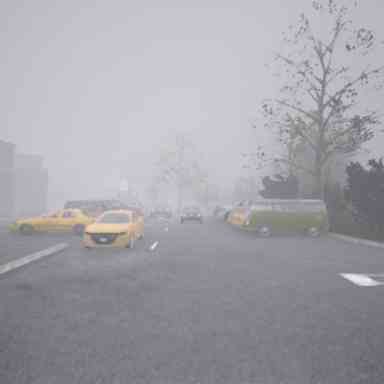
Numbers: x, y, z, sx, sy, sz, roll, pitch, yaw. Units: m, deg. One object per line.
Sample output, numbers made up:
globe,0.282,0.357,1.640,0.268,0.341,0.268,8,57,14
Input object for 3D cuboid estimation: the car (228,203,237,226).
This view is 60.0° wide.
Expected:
car,5.254,1.665,21.026,5.366,1.575,1.946,0,-1,0

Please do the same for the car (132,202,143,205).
car,-7.188,1.648,31.017,5.566,2.045,2.435,0,-1,0

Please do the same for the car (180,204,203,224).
car,-0.030,1.896,28.315,2.033,1.411,5.357,0,-1,0

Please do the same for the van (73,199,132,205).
van,-7.087,1.523,24.826,4.442,1.987,1.878,0,-1,0

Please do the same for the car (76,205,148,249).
car,-3.365,1.573,15.117,1.882,1.535,5.008,0,-1,0

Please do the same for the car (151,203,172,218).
car,-3.325,1.950,36.780,2.097,1.767,4.553,0,-2,0

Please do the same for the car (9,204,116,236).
car,-7.382,1.631,18.867,5.366,1.575,1.946,0,-1,0

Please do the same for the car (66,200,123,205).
car,-7.169,1.559,21.787,4.553,1.767,2.185,0,-1,0

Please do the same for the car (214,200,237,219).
car,5.032,1.602,29.409,5.566,2.045,2.435,0,-2,0

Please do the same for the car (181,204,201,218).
car,-0.055,2.148,38.716,2.128,1.511,4.902,0,-2,3

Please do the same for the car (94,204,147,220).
car,-7.229,1.987,33.926,5.008,1.535,2.097,0,-2,0

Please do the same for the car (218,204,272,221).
car,5.038,1.934,32.193,4.892,1.521,2.231,0,-2,0

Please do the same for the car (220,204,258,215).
car,6.603,2.471,46.985,4.892,1.490,1.837,0,-3,-15

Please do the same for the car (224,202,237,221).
car,5.252,1.717,23.687,5.366,1.575,1.946,0,-1,0

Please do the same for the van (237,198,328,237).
van,4.955,1.395,18.236,4.442,1.987,1.878,0,-1,0
